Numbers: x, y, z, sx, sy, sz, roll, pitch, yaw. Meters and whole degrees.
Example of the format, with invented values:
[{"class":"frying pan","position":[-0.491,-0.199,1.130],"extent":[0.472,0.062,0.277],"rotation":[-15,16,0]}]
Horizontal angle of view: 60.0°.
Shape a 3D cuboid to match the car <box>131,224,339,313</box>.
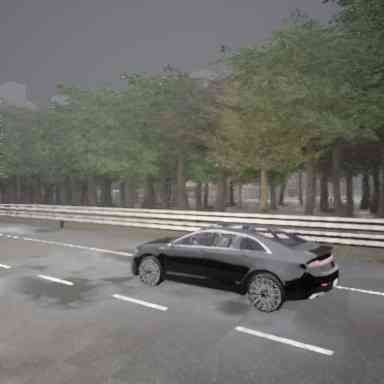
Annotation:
[{"class":"car","position":[0.721,1.491,7.669],"extent":[4.902,1.511,2.128],"rotation":[0,0,35]}]
